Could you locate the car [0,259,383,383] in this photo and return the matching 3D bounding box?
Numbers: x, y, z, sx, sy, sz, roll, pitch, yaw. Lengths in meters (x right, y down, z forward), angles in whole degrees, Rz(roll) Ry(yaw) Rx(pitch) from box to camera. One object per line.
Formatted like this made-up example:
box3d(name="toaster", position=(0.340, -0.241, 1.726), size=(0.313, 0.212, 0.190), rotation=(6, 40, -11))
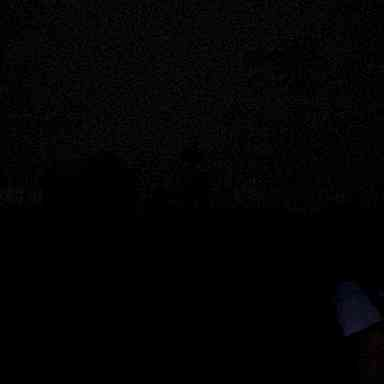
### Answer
box3d(name="car", position=(0.801, 1.547, 3.646), size=(5.357, 1.411, 2.033), rotation=(0, 0, -35))
